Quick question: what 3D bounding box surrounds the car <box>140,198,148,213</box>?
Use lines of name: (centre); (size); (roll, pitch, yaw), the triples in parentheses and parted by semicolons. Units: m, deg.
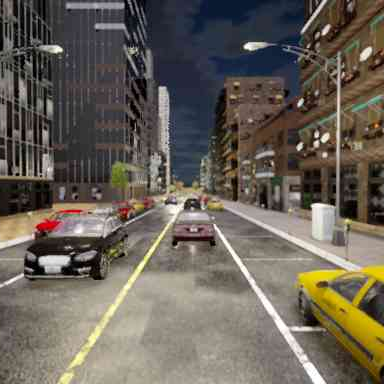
car: (-5.732, 1.435, 32.468); (1.752, 1.417, 4.829); (-1, 0, 0)

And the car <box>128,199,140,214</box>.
car: (-5.722, 1.468, 26.940); (1.887, 1.381, 4.507); (-1, 0, 0)

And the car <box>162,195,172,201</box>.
car: (-5.816, 1.351, 78.221); (1.887, 1.381, 4.507); (-1, 0, 0)

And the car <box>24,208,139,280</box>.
car: (-3.118, 1.461, 9.891); (2.128, 1.511, 4.902); (0, 0, 0)

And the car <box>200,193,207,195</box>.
car: (2.562, 1.368, 61.188); (1.752, 1.417, 4.829); (-1, 0, 0)

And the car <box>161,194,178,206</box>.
car: (-3.171, 1.412, 51.418); (2.033, 1.411, 5.357); (0, 0, 0)

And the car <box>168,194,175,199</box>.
car: (-5.847, 1.297, 95.144); (1.752, 1.417, 4.829); (-1, 0, 0)

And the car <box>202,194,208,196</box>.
car: (2.583, 1.414, 49.623); (1.887, 1.381, 4.507); (-1, 0, 0)

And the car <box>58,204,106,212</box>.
car: (-5.701, 1.498, 15.545); (1.887, 1.381, 4.507); (-1, 0, 0)

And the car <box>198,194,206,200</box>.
car: (2.519, 1.235, 83.808); (1.967, 1.590, 4.097); (-1, 0, 0)

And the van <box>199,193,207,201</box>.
van: (2.527, 1.148, 78.110); (1.690, 1.788, 3.998); (-1, 0, 0)

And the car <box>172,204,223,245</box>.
car: (0.070, 1.501, 15.288); (2.033, 1.411, 5.357); (0, 0, 0)

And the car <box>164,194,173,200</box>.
car: (-5.826, 1.346, 83.919); (2.008, 1.369, 4.403); (-1, 0, 0)

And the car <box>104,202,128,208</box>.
car: (-5.712, 1.489, 21.243); (2.008, 1.369, 4.403); (-1, 0, 0)

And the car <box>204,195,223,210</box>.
car: (2.604, 1.421, 38.398); (1.752, 1.417, 4.829); (-1, 0, 0)

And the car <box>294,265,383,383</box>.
car: (2.666, 1.512, 4.214); (1.752, 1.417, 4.829); (-1, 0, 0)

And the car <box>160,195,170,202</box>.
car: (-5.806, 1.344, 72.353); (1.752, 1.417, 4.829); (-1, 0, 0)

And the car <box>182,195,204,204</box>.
car: (0.034, 1.408, 35.338); (1.837, 1.490, 4.892); (0, 0, 0)

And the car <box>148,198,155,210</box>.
car: (-5.743, 1.441, 38.337); (1.887, 1.381, 4.507); (-1, 0, 0)
